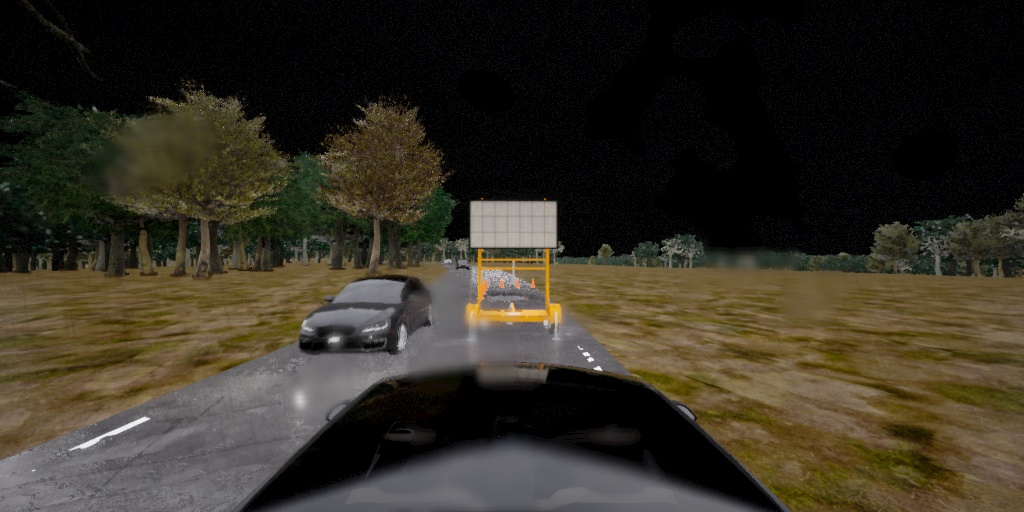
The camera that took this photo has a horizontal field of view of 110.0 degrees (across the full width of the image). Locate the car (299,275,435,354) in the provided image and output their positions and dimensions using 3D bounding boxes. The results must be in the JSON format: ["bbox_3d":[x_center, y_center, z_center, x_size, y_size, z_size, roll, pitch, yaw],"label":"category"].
[{"bbox_3d":[-3.159,1.251,8.797,1.837,1.490,4.892,0,0,0],"label":"car"}]

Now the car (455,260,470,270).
[{"bbox_3d":[-7.053,1.263,51.214,1.837,1.490,4.892,0,0,-10],"label":"car"}]

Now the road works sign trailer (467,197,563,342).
[{"bbox_3d":[0.040,0.214,9.796,2.380,3.560,2.880,0,0,-2],"label":"road works sign trailer"}]
